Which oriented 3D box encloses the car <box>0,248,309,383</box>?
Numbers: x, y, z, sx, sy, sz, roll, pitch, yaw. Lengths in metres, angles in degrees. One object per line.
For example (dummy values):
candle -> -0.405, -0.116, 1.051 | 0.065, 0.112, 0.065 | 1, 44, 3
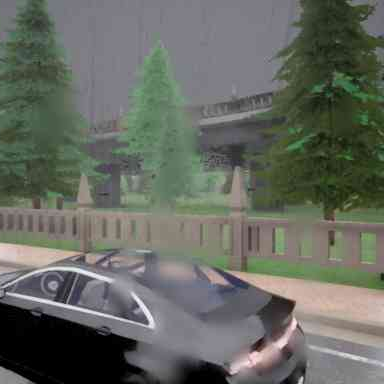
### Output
car -> -1.121, 1.496, 4.206 | 4.902, 1.511, 2.128 | 0, 0, 33
